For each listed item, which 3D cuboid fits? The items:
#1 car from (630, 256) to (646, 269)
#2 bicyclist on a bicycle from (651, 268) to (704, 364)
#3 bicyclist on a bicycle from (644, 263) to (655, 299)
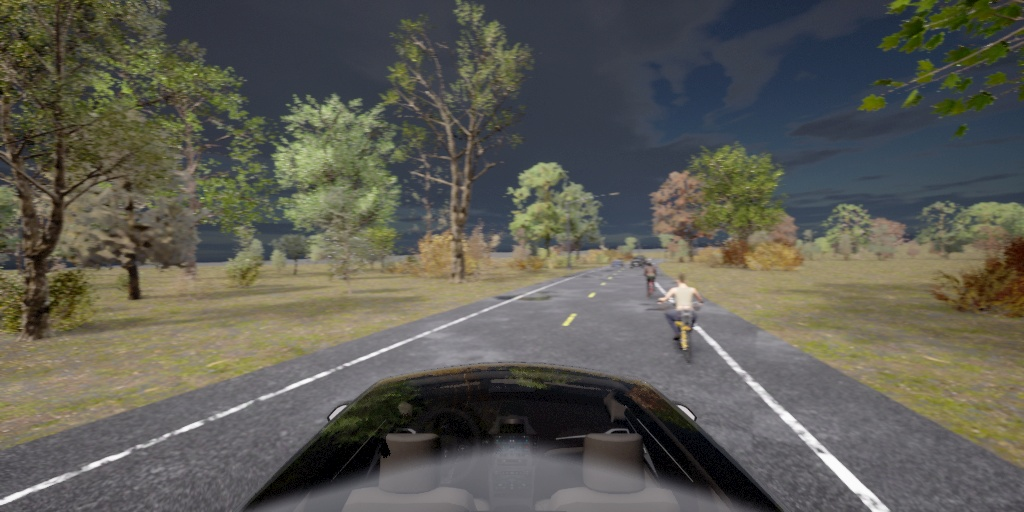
[{"bbox_3d":[19.019,1.149,54.578,1.837,1.490,4.892,-2,0,21],"label":"car"},{"bbox_3d":[3.290,1.125,6.929,0.866,1.612,1.509,-2,0,17],"label":"bicyclist on a bicycle"},{"bbox_3d":[6.077,1.118,15.686,0.582,1.620,1.656,-2,-1,18],"label":"bicyclist on a bicycle"}]
